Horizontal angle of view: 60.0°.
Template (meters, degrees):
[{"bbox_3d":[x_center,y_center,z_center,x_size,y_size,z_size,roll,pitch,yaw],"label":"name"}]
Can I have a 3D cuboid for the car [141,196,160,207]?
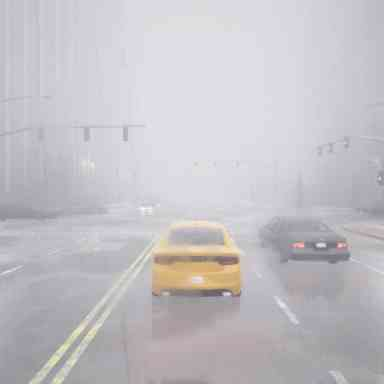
[{"bbox_3d":[-6.671,1.491,51.771,2.128,1.511,4.902,0,0,1],"label":"car"}]

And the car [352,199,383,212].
[{"bbox_3d":[20.211,1.505,36.615,4.892,1.490,1.837,0,0,1],"label":"car"}]

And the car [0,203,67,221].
[{"bbox_3d":[-13.202,1.547,26.521,5.357,1.411,2.033,0,0,1],"label":"car"}]

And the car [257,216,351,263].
[{"bbox_3d":[3.667,1.547,11.876,2.033,1.411,5.357,0,0,1],"label":"car"}]

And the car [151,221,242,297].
[{"bbox_3d":[0.121,1.478,8.636,1.882,1.535,5.008,0,0,1],"label":"car"}]

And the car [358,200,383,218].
[{"bbox_3d":[17.801,1.601,29.456,4.718,1.301,1.895,0,0,1],"label":"car"}]

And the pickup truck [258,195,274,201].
[{"bbox_3d":[17.241,1.059,76.577,2.390,2.098,6.274,0,0,31],"label":"pickup truck"}]

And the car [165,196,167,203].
[{"bbox_3d":[-6.422,1.500,71.517,1.837,1.490,4.892,0,0,0],"label":"car"}]

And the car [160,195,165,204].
[{"bbox_3d":[-6.572,1.477,61.248,1.882,1.535,5.008,0,0,1],"label":"car"}]

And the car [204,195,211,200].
[{"bbox_3d":[4.239,1.595,91.187,1.895,1.301,4.718,0,0,0],"label":"car"}]

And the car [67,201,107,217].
[{"bbox_3d":[-10.216,1.564,31.645,4.181,1.385,1.994,0,0,-17],"label":"car"}]
